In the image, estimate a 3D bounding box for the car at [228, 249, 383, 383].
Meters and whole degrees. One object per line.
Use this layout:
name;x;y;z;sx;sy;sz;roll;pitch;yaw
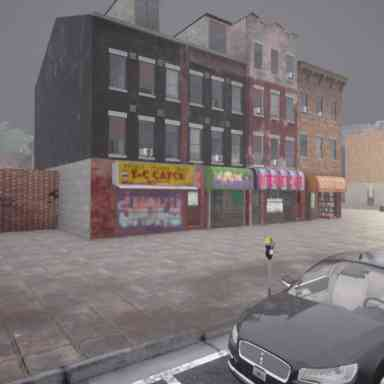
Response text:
car;2.444;1.553;4.541;4.403;1.369;2.008;0;0;-35
